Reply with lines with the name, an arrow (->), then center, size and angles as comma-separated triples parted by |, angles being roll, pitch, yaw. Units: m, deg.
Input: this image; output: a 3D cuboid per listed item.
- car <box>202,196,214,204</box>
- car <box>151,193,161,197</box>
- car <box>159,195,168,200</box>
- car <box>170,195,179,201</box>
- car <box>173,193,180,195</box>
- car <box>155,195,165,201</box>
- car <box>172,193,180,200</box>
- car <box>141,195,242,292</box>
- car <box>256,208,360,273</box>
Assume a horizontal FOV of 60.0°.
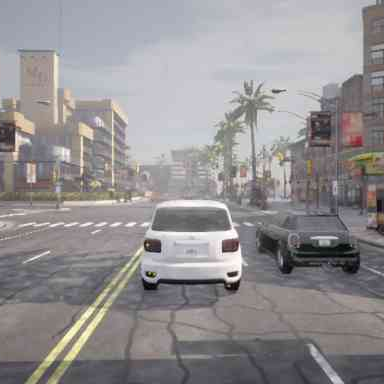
car -> 2.943, 1.477, 62.377 | 1.882, 1.535, 5.008 | 0, 0, 0
car -> -7.733, 1.225, 72.821 | 2.150, 2.045, 5.566 | 0, 0, -1
car -> -7.941, 1.540, 92.883 | 2.033, 1.411, 5.357 | 0, 0, -1
car -> -4.332, 1.500, 82.560 | 1.837, 1.490, 4.892 | 0, 0, -1
car -> -4.233, 1.540, 72.837 | 2.033, 1.411, 5.357 | 0, 0, -1
car -> -7.832, 1.525, 82.544 | 2.128, 1.511, 4.902 | 0, 0, -1
car -> -4.448, 1.225, 93.130 | 2.150, 2.045, 5.566 | 0, 0, -1
car -> -0.018, 1.221, 9.109 | 2.150, 2.045, 5.566 | 0, 0, 0
car -> 3.475, 1.352, 10.865 | 2.097, 1.767, 4.553 | 0, 0, 0
